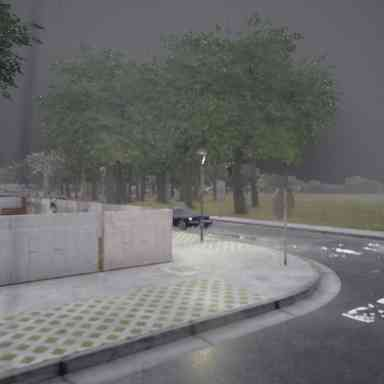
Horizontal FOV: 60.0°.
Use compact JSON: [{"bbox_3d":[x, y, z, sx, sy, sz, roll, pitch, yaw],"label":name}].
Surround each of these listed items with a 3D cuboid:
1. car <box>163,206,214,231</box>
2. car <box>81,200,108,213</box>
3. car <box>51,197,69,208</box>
[{"bbox_3d":[-0.733,1.577,20.640,1.895,1.301,4.718,0,0,-35],"label":"car"},{"bbox_3d":[-9.304,1.499,32.734,2.033,1.411,5.357,0,0,-35],"label":"car"},{"bbox_3d":[-17.647,1.454,44.621,1.812,1.442,4.674,0,0,-35],"label":"car"}]
